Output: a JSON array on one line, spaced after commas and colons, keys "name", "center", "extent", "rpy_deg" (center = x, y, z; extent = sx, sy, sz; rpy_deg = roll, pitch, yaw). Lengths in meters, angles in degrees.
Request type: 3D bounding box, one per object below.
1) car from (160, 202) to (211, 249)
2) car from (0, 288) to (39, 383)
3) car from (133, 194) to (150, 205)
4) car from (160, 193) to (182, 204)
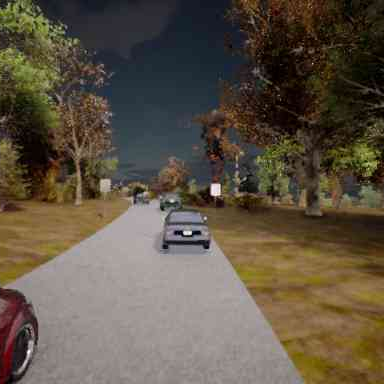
[{"name": "car", "center": [-0.298, 1.416, 13.997], "extent": [2.033, 1.411, 5.357], "rpy_deg": [1, 1, -3]}, {"name": "car", "center": [-2.912, 1.514, 2.538], "extent": [1.994, 1.385, 4.181], "rpy_deg": [1, 0, -1]}, {"name": "car", "center": [-6.447, 0.917, 42.570], "extent": [1.994, 1.385, 4.181], "rpy_deg": [2, 0, -9]}, {"name": "car", "center": [-2.189, 0.891, 33.983], "extent": [2.097, 1.767, 4.553], "rpy_deg": [1, 1, -7]}]
